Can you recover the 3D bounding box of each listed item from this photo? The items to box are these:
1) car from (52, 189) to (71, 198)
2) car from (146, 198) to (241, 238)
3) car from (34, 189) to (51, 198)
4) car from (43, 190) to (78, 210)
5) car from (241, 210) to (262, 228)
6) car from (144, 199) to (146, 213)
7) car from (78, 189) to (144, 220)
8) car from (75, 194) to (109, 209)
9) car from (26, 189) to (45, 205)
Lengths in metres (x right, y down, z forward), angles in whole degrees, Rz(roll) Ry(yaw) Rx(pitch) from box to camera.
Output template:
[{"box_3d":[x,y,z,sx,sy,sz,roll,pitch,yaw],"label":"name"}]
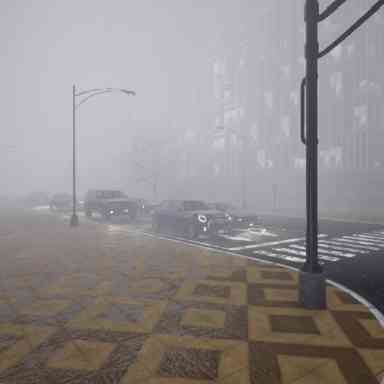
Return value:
[{"box_3d":[-25.614,0.258,65.011,2.128,1.511,4.902,0,1,-38],"label":"car"},{"box_3d":[-0.087,1.124,16.484,2.097,1.767,4.553,0,1,-38],"label":"car"},{"box_3d":[-28.622,0.236,63.582,1.882,1.535,5.008,0,1,-38],"label":"car"},{"box_3d":[-12.378,0.900,32.073,2.128,1.511,4.902,0,1,-38],"label":"car"},{"box_3d":[1.573,1.289,19.679,2.033,1.411,5.357,0,1,-36],"label":"car"},{"box_3d":[-4.406,1.166,27.196,1.895,1.301,4.718,0,1,-38],"label":"car"},{"box_3d":[-5.991,0.819,23.958,2.150,2.045,5.566,0,1,-38],"label":"car"},{"box_3d":[-10.614,0.945,35.091,1.994,1.385,4.181,0,1,-38],"label":"car"},{"box_3d":[-18.750,0.710,40.246,2.128,1.511,4.902,0,1,-37],"label":"car"}]
